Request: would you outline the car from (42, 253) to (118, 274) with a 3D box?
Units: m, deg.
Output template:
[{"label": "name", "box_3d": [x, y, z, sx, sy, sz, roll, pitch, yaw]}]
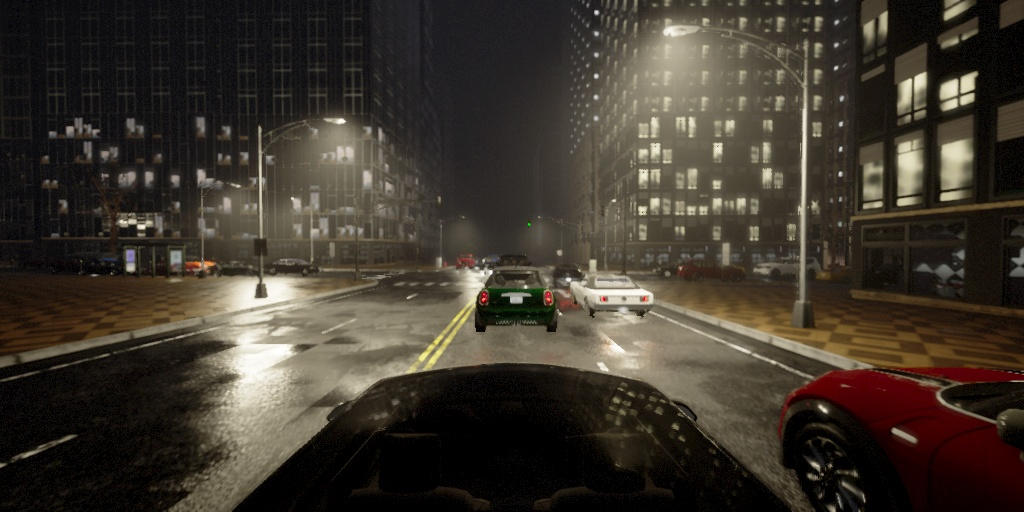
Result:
[{"label": "car", "box_3d": [-39.410, 0.706, 32.994, 4.553, 1.767, 2.097, 1, 1, 1]}]

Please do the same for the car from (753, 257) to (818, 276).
[{"label": "car", "box_3d": [26.822, 1.115, 34.980, 5.566, 2.045, 2.150, 1, 1, 1]}]

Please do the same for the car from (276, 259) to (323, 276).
[{"label": "car", "box_3d": [-19.798, 1.025, 32.583, 4.902, 1.511, 2.128, 1, 1, 1]}]

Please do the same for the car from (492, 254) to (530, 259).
[{"label": "car", "box_3d": [0.108, 0.924, 22.238, 2.150, 2.045, 5.566, 0, 0, 0]}]

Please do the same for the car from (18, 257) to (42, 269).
[{"label": "car", "box_3d": [-50.956, 0.724, 39.031, 4.207, 1.307, 1.802, 0, 0, 1]}]

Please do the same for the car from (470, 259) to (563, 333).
[{"label": "car", "box_3d": [0.104, 1.080, 10.819, 2.097, 1.767, 4.553, 0, 0, 0]}]

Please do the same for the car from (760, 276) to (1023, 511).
[{"label": "car", "box_3d": [3.351, 1.102, 1.208, 2.097, 1.767, 4.553, 0, 0, 0]}]

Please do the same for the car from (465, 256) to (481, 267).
[{"label": "car", "box_3d": [-6.540, 0.946, 60.739, 2.097, 1.767, 4.553, 0, 0, 0]}]

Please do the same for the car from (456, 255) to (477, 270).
[{"label": "car", "box_3d": [-6.579, 0.845, 51.142, 2.150, 2.045, 5.566, 0, 0, 0]}]

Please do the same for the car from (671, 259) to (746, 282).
[{"label": "car", "box_3d": [16.204, 1.218, 29.396, 5.009, 1.841, 2.192, 0, 0, 1]}]

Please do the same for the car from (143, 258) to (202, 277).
[{"label": "car", "box_3d": [-28.405, 1.086, 30.073, 4.207, 1.307, 1.802, 0, 0, 1]}]

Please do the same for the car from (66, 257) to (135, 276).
[{"label": "car", "box_3d": [-34.085, 1.017, 30.249, 4.313, 1.339, 1.948, 0, 0, 1]}]

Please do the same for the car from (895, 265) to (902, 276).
[{"label": "car", "box_3d": [33.122, 1.635, 29.099, 4.207, 1.307, 1.802, 0, 0, 1]}]

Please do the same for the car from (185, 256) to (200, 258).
[{"label": "car", "box_3d": [-29.416, 0.798, 32.781, 4.553, 1.767, 2.097, 1, 1, 1]}]

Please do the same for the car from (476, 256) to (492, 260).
[{"label": "car", "box_3d": [-3.326, 1.119, 49.609, 2.128, 1.511, 4.902, 0, 0, 0]}]

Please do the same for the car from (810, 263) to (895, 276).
[{"label": "car", "box_3d": [27.652, 1.529, 29.195, 4.829, 1.417, 1.751, 0, 0, 1]}]

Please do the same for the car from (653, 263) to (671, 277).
[{"label": "car", "box_3d": [16.360, 1.306, 35.165, 4.892, 1.490, 1.837, 1, 1, 1]}]

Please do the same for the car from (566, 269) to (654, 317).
[{"label": "car", "box_3d": [3.355, 1.324, 13.027, 1.895, 1.301, 4.718, 0, 0, 0]}]

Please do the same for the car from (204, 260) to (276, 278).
[{"label": "car", "box_3d": [-22.721, 1.122, 29.938, 4.313, 1.339, 1.948, 0, 0, 1]}]

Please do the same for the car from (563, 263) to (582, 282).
[{"label": "car", "box_3d": [3.725, 1.224, 24.373, 1.837, 1.490, 4.892, -1, -1, 6]}]
